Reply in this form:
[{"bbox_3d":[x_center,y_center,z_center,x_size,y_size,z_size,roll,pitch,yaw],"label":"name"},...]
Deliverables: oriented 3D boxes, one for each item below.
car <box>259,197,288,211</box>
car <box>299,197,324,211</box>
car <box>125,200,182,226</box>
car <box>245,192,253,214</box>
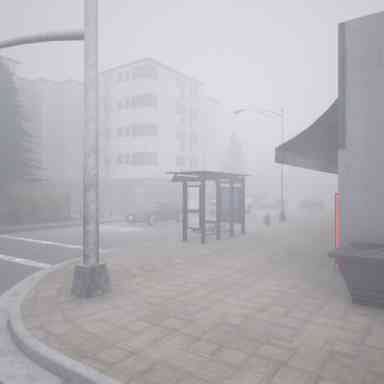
[{"bbox_3d":[9.521,1.301,38.562,1.882,1.535,5.008,0,0,36],"label":"car"},{"bbox_3d":[13.751,1.329,38.192,1.837,1.490,4.892,0,0,36],"label":"car"},{"bbox_3d":[-2.307,1.328,22.164,1.837,1.490,4.892,0,0,36],"label":"car"},{"bbox_3d":[3.578,1.045,30.347,2.150,2.045,5.566,0,0,36],"label":"car"}]
